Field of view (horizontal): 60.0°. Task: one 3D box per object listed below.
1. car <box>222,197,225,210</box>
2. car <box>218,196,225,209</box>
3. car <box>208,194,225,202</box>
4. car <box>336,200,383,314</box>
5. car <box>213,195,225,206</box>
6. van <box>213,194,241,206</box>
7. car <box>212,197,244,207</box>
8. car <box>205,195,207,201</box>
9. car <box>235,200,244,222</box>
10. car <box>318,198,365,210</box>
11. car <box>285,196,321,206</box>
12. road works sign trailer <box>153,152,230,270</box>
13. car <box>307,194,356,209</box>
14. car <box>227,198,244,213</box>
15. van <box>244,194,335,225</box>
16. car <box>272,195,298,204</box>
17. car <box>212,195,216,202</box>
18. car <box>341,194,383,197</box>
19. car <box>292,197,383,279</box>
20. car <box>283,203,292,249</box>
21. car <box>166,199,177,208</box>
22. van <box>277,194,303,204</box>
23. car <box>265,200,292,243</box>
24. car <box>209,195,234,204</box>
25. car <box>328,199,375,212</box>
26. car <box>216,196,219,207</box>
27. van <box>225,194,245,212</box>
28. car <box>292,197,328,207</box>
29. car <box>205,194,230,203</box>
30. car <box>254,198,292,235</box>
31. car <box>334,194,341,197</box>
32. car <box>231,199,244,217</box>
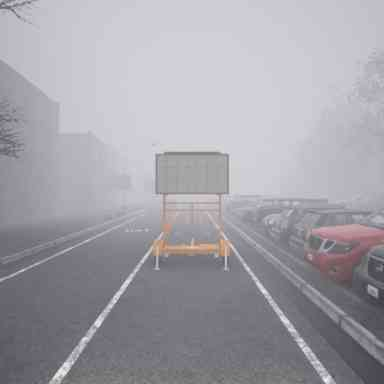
[{"bbox_3d":[5.708,1.520,33.341,4.792,1.488,2.163,0,0,0],"label":"car"},{"bbox_3d":[5.865,1.488,36.144,5.366,1.575,1.946,0,0,0],"label":"car"},{"bbox_3d":[5.708,1.269,50.158,5.566,2.045,2.435,0,0,0],"label":"car"},{"bbox_3d":[5.649,1.231,5.308,5.566,2.045,2.435,0,0,0],"label":"car"},{"bbox_3d":[5.650,1.533,44.552,4.792,1.488,2.163,0,0,0],"label":"car"},{"bbox_3d":[5.797,1.314,55.765,4.442,1.987,1.878,0,0,0],"label":"van"},{"bbox_3d":[5.674,1.530,52.961,5.008,1.535,2.097,0,0,0],"label":"car"},{"bbox_3d":[5.716,1.331,66.977,5.566,2.045,2.435,0,0,0],"label":"car"},{"bbox_3d":[5.673,1.487,22.128,5.008,1.535,2.097,0,0,0],"label":"car"},{"bbox_3d":[18.754,1.499,41.936,5.008,1.535,2.097,0,0,0],"label":"car"},{"bbox_3d":[18.575,1.538,55.862,5.366,1.575,1.946,0,0,0],"label":"car"},{"bbox_3d":[0.007,0.472,11.027,2.380,3.560,2.880,0,0,1],"label":"road works sign trailer"},{"bbox_3d":[18.731,1.253,44.723,5.566,2.045,2.435,0,0,0],"label":"car"},{"bbox_3d":[5.650,1.518,27.734,4.792,1.488,2.163,0,0,0],"label":"car"},{"bbox_3d":[5.562,1.260,19.324,4.442,1.987,1.878,0,0,0],"label":"van"},{"bbox_3d":[18.737,1.457,67.000,4.553,1.767,2.185,0,0,0],"label":"car"},{"bbox_3d":[5.675,1.512,47.350,4.892,1.521,2.231,0,0,0],"label":"car"},{"bbox_3d":[18.730,1.240,33.706,5.566,2.045,2.435,0,0,0],"label":"car"},{"bbox_3d":[5.650,1.232,8.111,5.566,2.045,2.435,0,0,0],"label":"car"},{"bbox_3d":[5.647,1.358,10.914,4.553,1.767,2.185,0,0,0],"label":"car"},{"bbox_3d":[-3.182,1.648,48.508,1.895,1.301,4.718,0,0,0],"label":"car"},{"bbox_3d":[18.881,1.344,64.220,4.442,1.987,1.878,0,0,0],"label":"van"},{"bbox_3d":[5.647,1.359,13.718,4.553,1.767,2.185,0,0,0],"label":"car"},{"bbox_3d":[5.653,1.444,64.176,4.553,1.767,2.185,0,0,0],"label":"car"},{"bbox_3d":[18.756,1.534,39.275,4.674,1.452,2.002,0,0,0],"label":"car"},{"bbox_3d":[5.674,1.493,38.944,5.008,1.535,2.097,0,0,0],"label":"car"},{"bbox_3d":[5.562,1.263,30.538,4.442,1.987,1.878,0,0,0],"label":"van"},{"bbox_3d":[18.754,1.532,53.075,5.008,1.535,2.097,0,0,0],"label":"car"},{"bbox_3d":[5.730,1.385,75.387,5.566,2.045,2.435,0,0,0],"label":"car"},{"bbox_3d":[5.710,1.360,16.521,4.553,1.767,2.185,0,0,0],"label":"car"},{"bbox_3d":[18.730,1.241,36.368,5.566,2.045,2.435,0,0,0],"label":"car"},{"bbox_3d":[5.649,1.517,24.931,4.792,1.488,2.163,0,0,0],"label":"car"}]
